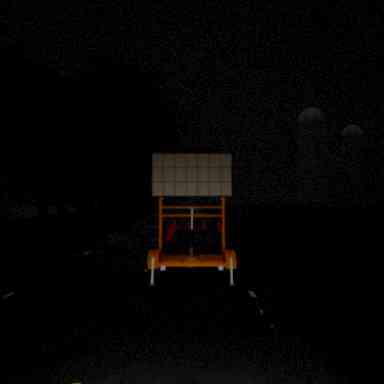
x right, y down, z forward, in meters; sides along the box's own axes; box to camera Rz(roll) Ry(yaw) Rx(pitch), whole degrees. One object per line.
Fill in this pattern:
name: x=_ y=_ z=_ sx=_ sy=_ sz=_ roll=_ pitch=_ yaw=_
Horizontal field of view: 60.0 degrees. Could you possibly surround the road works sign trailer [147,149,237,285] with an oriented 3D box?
road works sign trailer: x=0.000 y=0.562 z=9.746 sx=2.380 sy=3.560 sz=2.880 roll=0 pitch=-1 yaw=0
